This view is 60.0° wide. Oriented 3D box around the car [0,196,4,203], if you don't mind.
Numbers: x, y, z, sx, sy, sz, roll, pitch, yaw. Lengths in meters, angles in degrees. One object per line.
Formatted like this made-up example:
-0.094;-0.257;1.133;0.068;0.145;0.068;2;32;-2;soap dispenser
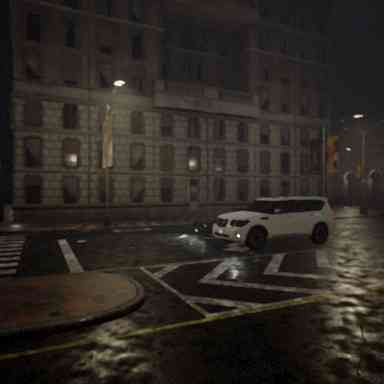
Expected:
-38.224;1.376;64.914;2.097;1.767;4.553;0;0;13;car

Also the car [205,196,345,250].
3.647;1.208;14.415;5.566;2.045;2.150;0;0;-25;car

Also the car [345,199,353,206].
22.572;1.443;51.699;1.837;1.490;4.892;0;0;-25;car

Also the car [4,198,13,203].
-34.218;1.554;66.869;2.033;1.411;5.357;0;0;17;car

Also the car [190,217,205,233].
2.640;1.534;17.808;5.357;1.411;2.033;0;0;-25;car
